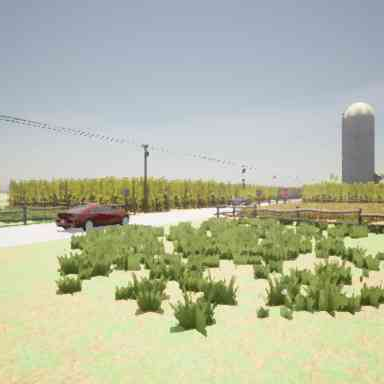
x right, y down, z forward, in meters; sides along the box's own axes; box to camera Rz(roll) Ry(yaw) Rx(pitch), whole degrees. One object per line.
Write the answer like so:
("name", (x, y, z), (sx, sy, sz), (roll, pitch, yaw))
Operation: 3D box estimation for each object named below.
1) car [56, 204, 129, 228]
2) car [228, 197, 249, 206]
("car", (-5.904, 1.485, 20.503), (1.882, 1.535, 5.008), (0, 0, 30))
("car", (6.835, 1.521, 48.945), (2.128, 1.511, 4.902), (0, 0, 30))
